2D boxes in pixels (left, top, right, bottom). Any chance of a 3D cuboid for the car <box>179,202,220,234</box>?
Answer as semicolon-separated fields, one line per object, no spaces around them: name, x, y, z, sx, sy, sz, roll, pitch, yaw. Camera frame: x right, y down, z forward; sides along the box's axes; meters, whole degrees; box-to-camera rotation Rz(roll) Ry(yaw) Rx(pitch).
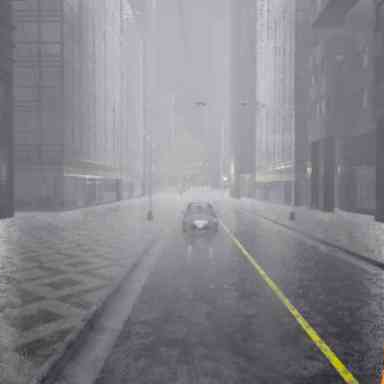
car;0.412;1.306;17.998;2.128;1.511;4.902;0;1;0

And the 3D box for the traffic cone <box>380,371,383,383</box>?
traffic cone;2.088;1.925;3.480;0.340;0.580;0.340;0;1;0
